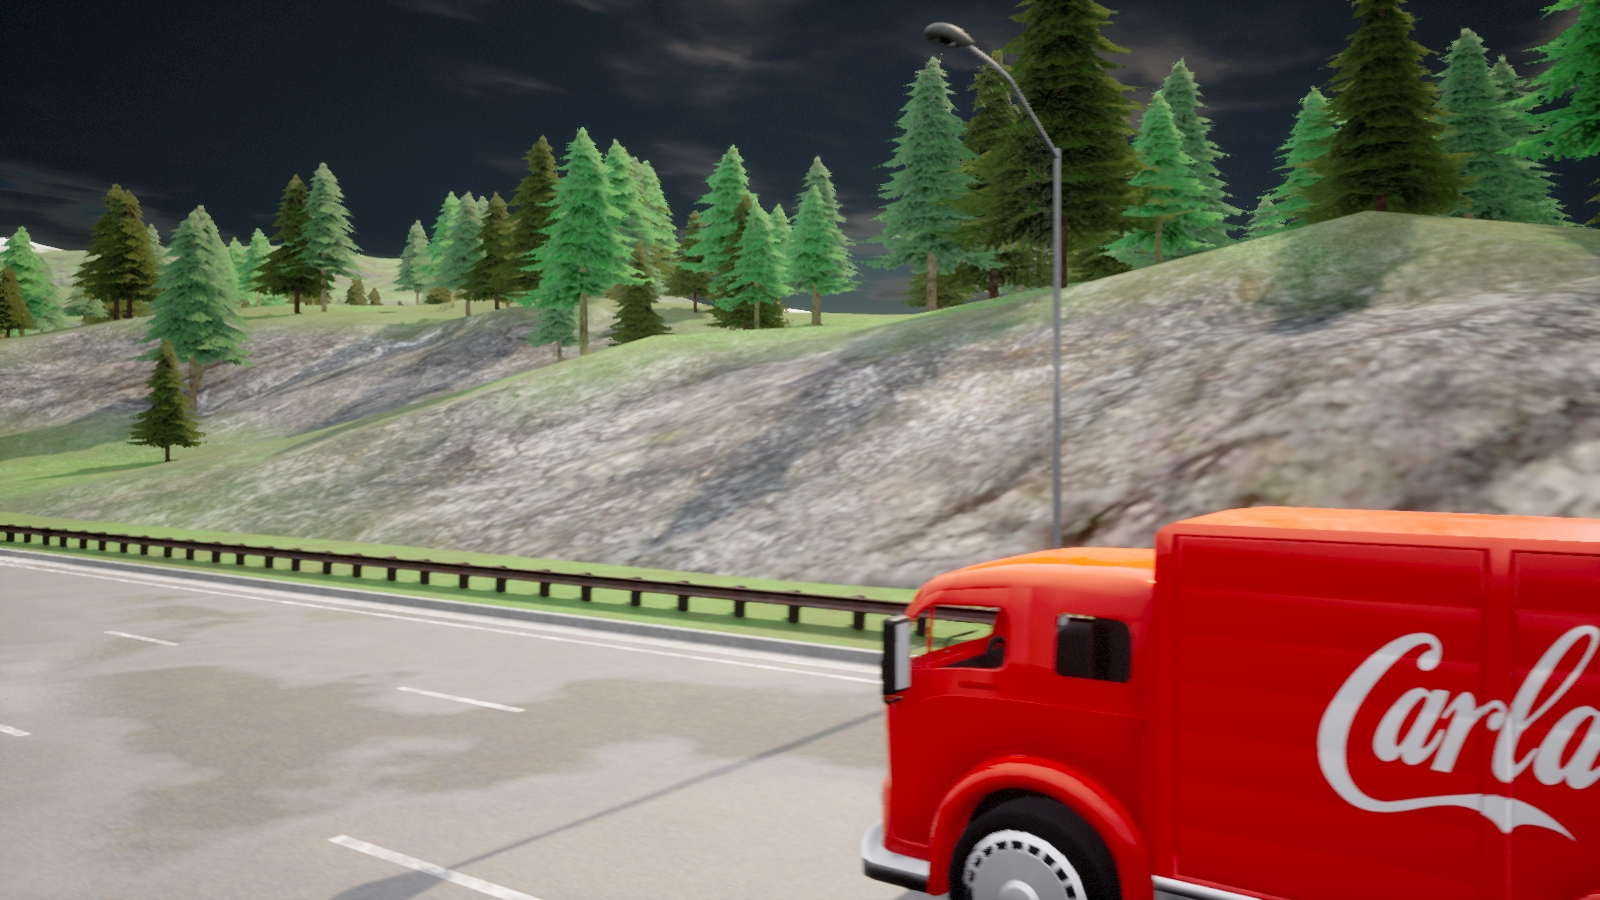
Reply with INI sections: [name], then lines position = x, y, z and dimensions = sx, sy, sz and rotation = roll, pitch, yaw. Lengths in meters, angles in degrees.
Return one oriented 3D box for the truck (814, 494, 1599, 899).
[truck]
position = 2.965, 1.571, 5.985
dimensions = 5.204, 2.467, 2.627
rotation = 0, 0, 35
